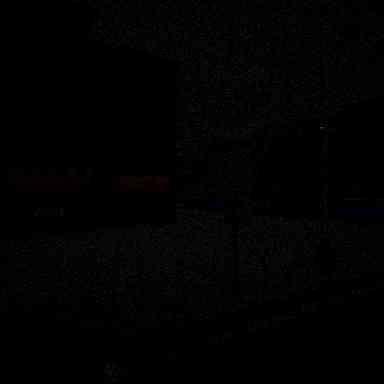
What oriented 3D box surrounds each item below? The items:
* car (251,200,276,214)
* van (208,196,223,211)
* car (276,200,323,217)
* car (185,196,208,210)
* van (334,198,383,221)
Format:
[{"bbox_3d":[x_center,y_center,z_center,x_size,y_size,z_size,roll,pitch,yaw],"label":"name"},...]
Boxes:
[{"bbox_3d":[7.421,1.529,36.301,1.967,1.590,4.097,0,0,-36],"label":"car"},{"bbox_3d":[4.236,1.446,40.756,1.690,1.788,3.998,0,0,-36],"label":"van"},{"bbox_3d":[10.606,1.513,31.847,1.967,1.590,4.097,0,0,-36],"label":"car"},{"bbox_3d":[1.052,1.438,45.208,2.192,1.841,5.009,0,0,-36],"label":"car"},{"bbox_3d":[13.790,1.398,27.393,1.690,1.788,3.998,0,0,-36],"label":"van"}]
